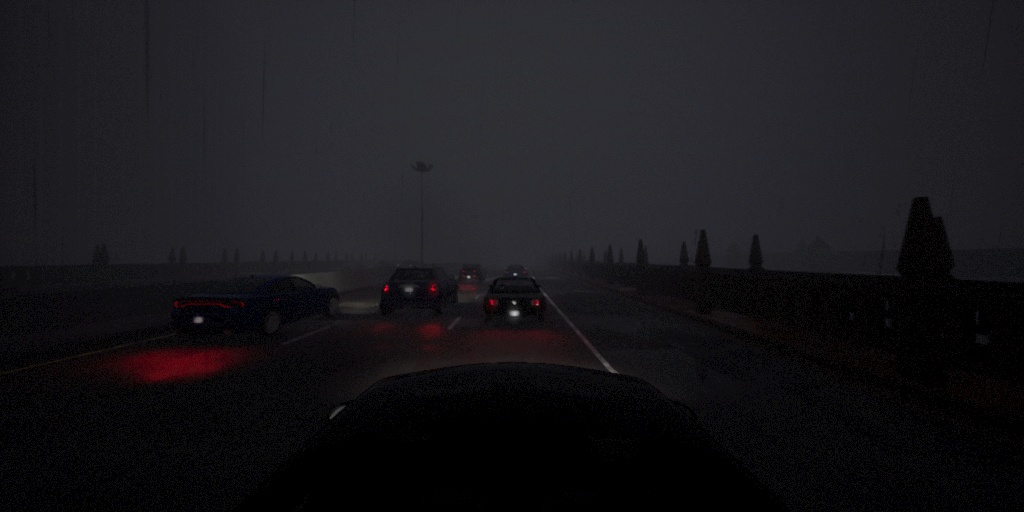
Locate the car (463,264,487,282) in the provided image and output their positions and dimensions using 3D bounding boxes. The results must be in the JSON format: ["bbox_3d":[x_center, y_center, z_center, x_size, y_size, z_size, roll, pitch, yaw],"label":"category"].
[{"bbox_3d":[-3.201,1.358,29.606,1.837,1.490,4.892,0,0,2],"label":"car"}]

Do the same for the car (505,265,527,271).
[{"bbox_3d":[0.318,1.420,30.192,1.994,1.385,4.181,0,0,2],"label":"car"}]

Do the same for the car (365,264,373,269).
[{"bbox_3d":[-16.876,1.412,47.185,2.128,1.511,4.902,0,0,2],"label":"car"}]

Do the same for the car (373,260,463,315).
[{"bbox_3d":[-3.405,1.148,14.010,2.097,1.767,4.553,0,0,0],"label":"car"}]

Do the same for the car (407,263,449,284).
[{"bbox_3d":[-6.711,1.344,29.284,2.128,1.511,4.902,0,0,1],"label":"car"}]

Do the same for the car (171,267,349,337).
[{"bbox_3d":[-6.924,1.260,10.413,1.882,1.535,5.008,0,0,0],"label":"car"}]

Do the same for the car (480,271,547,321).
[{"bbox_3d":[0.090,1.392,12.653,1.895,1.301,4.718,0,0,0],"label":"car"}]

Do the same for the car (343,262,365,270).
[{"bbox_3d":[-20.392,1.442,46.710,1.812,1.442,4.674,0,0,2],"label":"car"}]
